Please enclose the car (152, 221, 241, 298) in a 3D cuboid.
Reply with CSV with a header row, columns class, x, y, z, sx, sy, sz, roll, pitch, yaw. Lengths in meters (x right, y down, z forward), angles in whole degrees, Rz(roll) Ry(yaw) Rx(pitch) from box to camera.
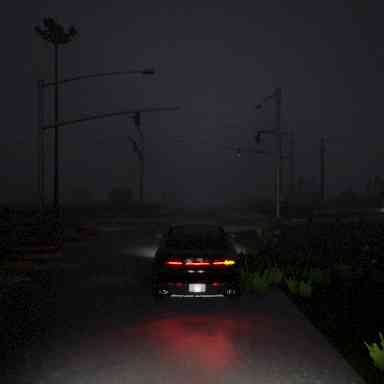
class,x,y,z,sx,sy,sz,roll,pitch,yaw
car,0.096,1.505,8.499,1.837,1.490,4.892,0,0,0
